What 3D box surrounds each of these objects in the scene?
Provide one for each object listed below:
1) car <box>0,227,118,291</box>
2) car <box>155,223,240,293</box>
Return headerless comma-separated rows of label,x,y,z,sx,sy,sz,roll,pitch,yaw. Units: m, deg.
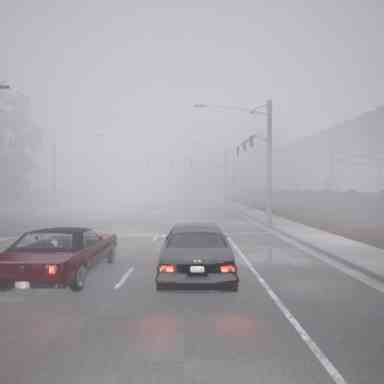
car,-3.386,1.591,8.927,1.895,1.301,4.718,0,0,1
car,0.104,1.541,8.977,2.033,1.411,5.357,0,0,0
